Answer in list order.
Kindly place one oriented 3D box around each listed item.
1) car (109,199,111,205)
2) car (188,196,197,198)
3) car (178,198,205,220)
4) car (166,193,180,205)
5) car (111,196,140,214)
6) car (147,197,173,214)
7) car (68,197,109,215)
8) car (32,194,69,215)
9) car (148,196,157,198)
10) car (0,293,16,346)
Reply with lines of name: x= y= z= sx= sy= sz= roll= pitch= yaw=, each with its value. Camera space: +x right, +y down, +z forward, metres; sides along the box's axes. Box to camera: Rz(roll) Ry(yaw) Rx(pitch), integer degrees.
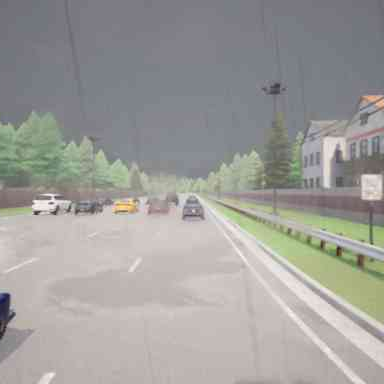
car: x=-13.922 y=1.529 z=52.575 sx=2.033 sy=1.411 sz=5.357 roll=0 pitch=0 yaw=0
car: x=0.075 y=1.334 z=52.308 sx=2.097 sy=1.767 sz=4.553 roll=0 pitch=0 yaw=1
car: x=0.113 y=1.538 z=28.330 sx=2.033 sy=1.411 sz=5.357 roll=0 pitch=0 yaw=0
car: x=-3.391 y=1.201 z=57.484 sx=2.150 sy=2.045 sz=5.566 roll=0 pitch=0 yaw=0
car: x=-6.882 y=1.465 z=35.494 sx=1.882 sy=1.535 sz=5.008 roll=0 pitch=0 yaw=0
car: x=-3.384 y=1.552 z=34.611 sx=1.994 sy=1.385 sz=4.181 roll=0 pitch=0 yaw=0
car: x=-10.385 y=1.480 z=33.805 sx=2.128 sy=1.511 sz=4.902 roll=0 pitch=0 yaw=0
car: x=-13.883 y=1.210 z=33.330 sx=2.150 sy=2.045 sz=5.566 roll=0 pitch=0 yaw=0
car: x=-6.887 y=1.471 z=59.112 sx=2.128 sy=1.511 sz=4.902 roll=0 pitch=0 yaw=0
car: x=-3.398 y=1.600 z=2.536 sx=1.895 sy=1.301 sz=4.718 roll=0 pitch=0 yaw=0
